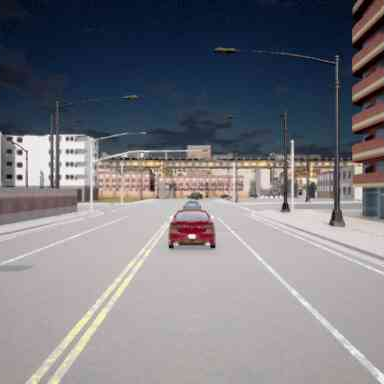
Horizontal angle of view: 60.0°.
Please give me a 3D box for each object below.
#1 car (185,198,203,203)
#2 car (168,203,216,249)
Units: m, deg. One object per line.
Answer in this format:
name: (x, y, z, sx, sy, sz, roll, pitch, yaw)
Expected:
car: (0.000, 1.561, 29.650, 2.033, 1.411, 5.357, 0, 0, 0)
car: (0.000, 1.483, 14.650, 1.882, 1.535, 5.008, 0, 0, 0)
